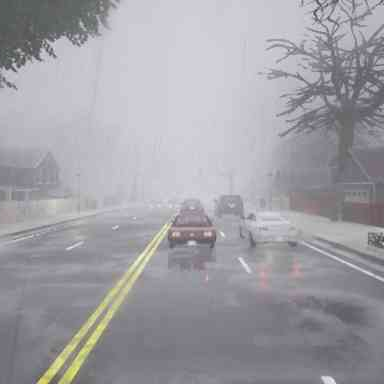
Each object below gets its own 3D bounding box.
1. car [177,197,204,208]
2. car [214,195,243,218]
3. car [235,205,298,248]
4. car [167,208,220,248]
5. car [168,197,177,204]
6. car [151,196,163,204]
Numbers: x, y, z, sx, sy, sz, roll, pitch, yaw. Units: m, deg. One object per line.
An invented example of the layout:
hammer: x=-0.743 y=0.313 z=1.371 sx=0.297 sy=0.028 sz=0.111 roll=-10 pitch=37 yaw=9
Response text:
car: x=0.000 y=1.365 z=29.622 sx=2.097 sy=1.767 sz=4.553 roll=0 pitch=0 yaw=0
car: x=3.250 y=1.257 z=29.681 sx=2.150 sy=2.045 sz=5.566 roll=0 pitch=0 yaw=0
car: x=3.250 y=1.530 z=14.651 sx=1.812 sy=1.442 sz=4.674 roll=0 pitch=0 yaw=0
car: x=0.000 y=1.614 z=14.681 sx=1.895 sy=1.301 sz=4.718 roll=0 pitch=0 yaw=0
car: x=-3.250 y=1.599 z=61.653 sx=1.994 sy=1.385 sz=4.181 roll=0 pitch=0 yaw=0
car: x=-6.500 y=1.559 z=61.653 sx=1.837 sy=1.490 sz=4.892 roll=0 pitch=0 yaw=0
